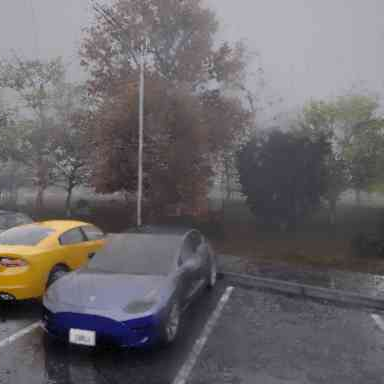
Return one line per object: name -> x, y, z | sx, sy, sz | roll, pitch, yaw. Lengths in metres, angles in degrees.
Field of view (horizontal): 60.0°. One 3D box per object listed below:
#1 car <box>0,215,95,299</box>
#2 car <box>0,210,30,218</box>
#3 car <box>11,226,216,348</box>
car -> -3.222, 1.453, 8.342 | 2.097, 1.535, 5.008 | 0, -1, 15
car -> -5.672, 1.316, 10.011 | 2.185, 1.767, 4.553 | 0, -1, 15
car -> -0.791, 1.495, 6.613 | 2.163, 1.488, 4.792 | 1, 0, 15
